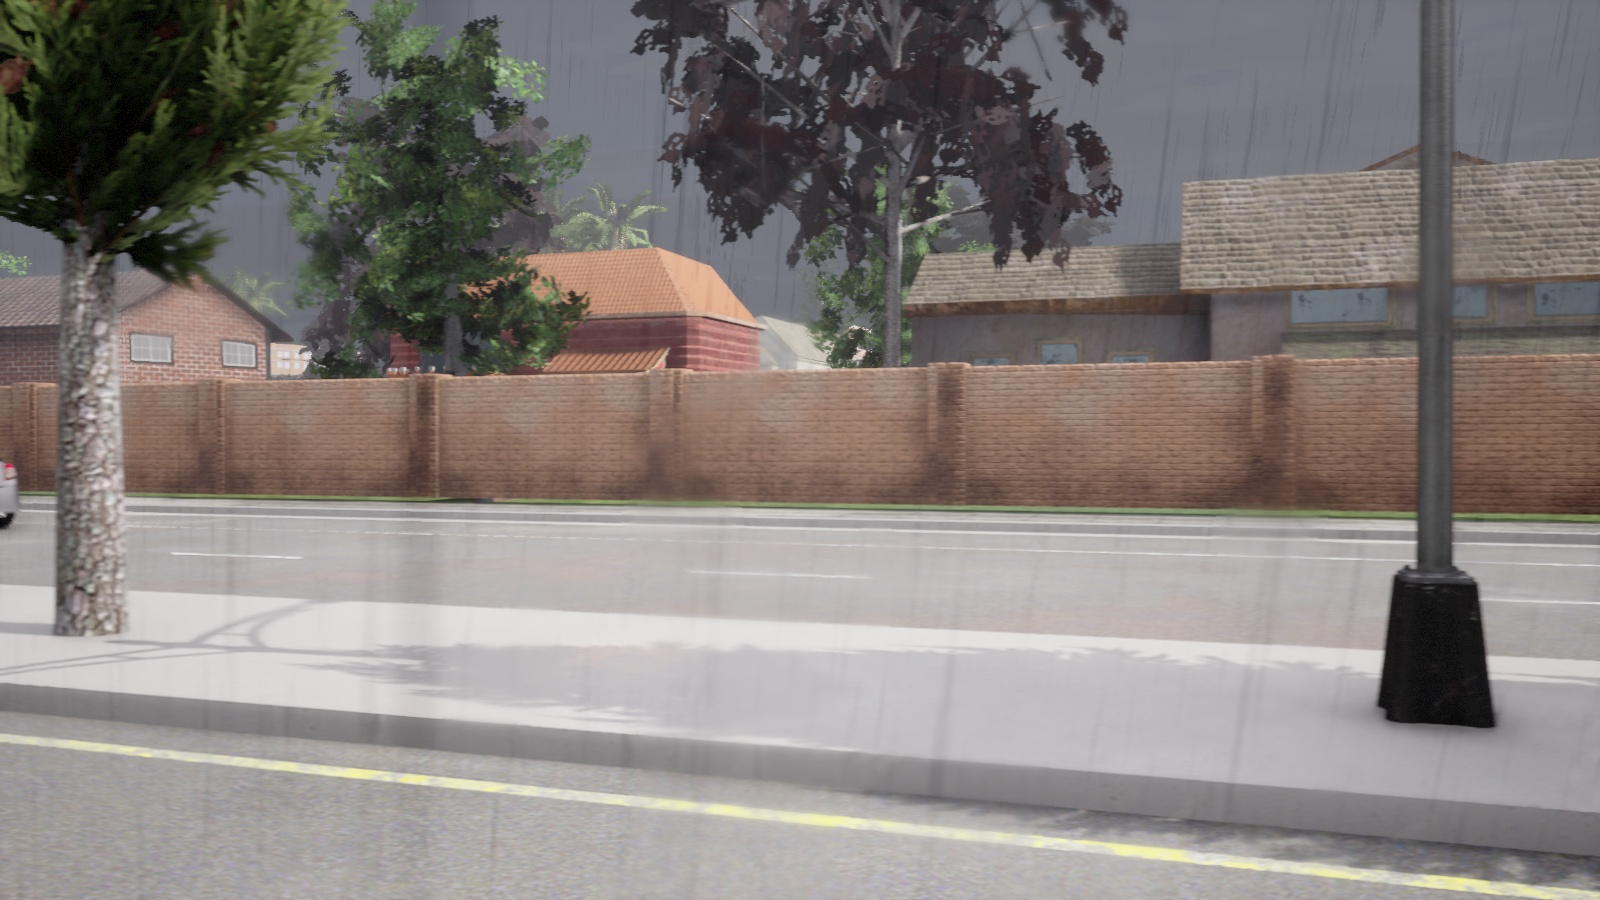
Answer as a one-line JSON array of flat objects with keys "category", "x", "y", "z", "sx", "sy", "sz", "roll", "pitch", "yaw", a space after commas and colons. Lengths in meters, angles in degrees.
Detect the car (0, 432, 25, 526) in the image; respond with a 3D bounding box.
[{"category": "car", "x": -14.725, "y": 0.460, "z": 20.280, "sx": 3.633, "sy": 1.501, "sz": 1.845, "roll": 1, "pitch": 1, "yaw": 19}]
